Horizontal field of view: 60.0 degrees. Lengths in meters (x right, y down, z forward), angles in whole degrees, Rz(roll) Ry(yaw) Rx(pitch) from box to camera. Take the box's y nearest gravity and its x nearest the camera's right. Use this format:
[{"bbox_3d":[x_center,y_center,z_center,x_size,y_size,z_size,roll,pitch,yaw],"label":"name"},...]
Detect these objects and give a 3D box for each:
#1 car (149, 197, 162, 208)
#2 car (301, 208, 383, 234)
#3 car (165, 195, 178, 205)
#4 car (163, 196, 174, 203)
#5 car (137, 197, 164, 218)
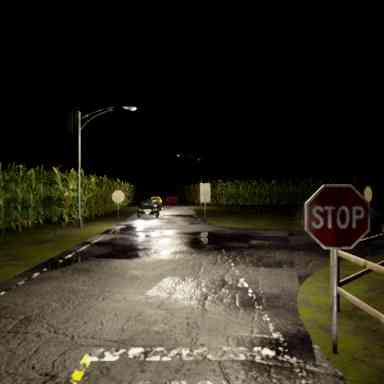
[{"bbox_3d":[-5.566,1.509,51.129,1.882,1.535,5.008,0,0,-6],"label":"car"},{"bbox_3d":[8.012,1.446,16.706,4.718,1.301,1.895,-1,0,7],"label":"car"},{"bbox_3d":[-3.689,1.396,60.681,2.097,1.767,4.553,0,0,-7],"label":"car"},{"bbox_3d":[-5.043,1.614,70.665,1.994,1.385,4.181,0,0,-8],"label":"car"},{"bbox_3d":[-3.897,1.502,30.415,2.128,1.511,4.902,0,0,-3],"label":"car"}]
